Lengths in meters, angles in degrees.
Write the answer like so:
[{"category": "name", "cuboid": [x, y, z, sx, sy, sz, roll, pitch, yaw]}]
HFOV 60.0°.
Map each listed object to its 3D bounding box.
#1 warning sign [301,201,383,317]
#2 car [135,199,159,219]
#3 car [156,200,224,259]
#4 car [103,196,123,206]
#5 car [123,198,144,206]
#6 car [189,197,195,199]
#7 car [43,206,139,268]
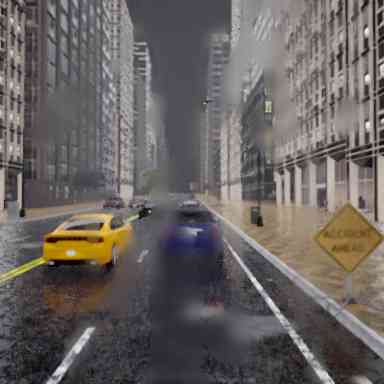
[{"category": "warning sign", "cuboid": [2.798, 1.108, 5.962, 1.300, 1.860, 1.060, -1, -1, 0]}, {"category": "car", "cuboid": [-3.382, 1.555, 28.716, 1.994, 1.385, 4.181, 0, 0, 0]}, {"category": "car", "cuboid": [-0.007, 1.345, 12.751, 2.097, 1.767, 4.553, 0, 0, 0]}, {"category": "car", "cuboid": [-10.175, 1.347, 43.462, 2.097, 1.767, 4.553, 0, 0, 0]}, {"category": "car", "cuboid": [-6.920, 1.482, 42.563, 2.128, 1.511, 4.902, 0, 0, 0]}, {"category": "car", "cuboid": [-0.138, 1.464, 29.875, 1.882, 1.535, 5.008, 0, 0, 0]}, {"category": "car", "cuboid": [-3.249, 1.475, 11.343, 1.882, 1.535, 5.008, 0, 0, -1]}]
